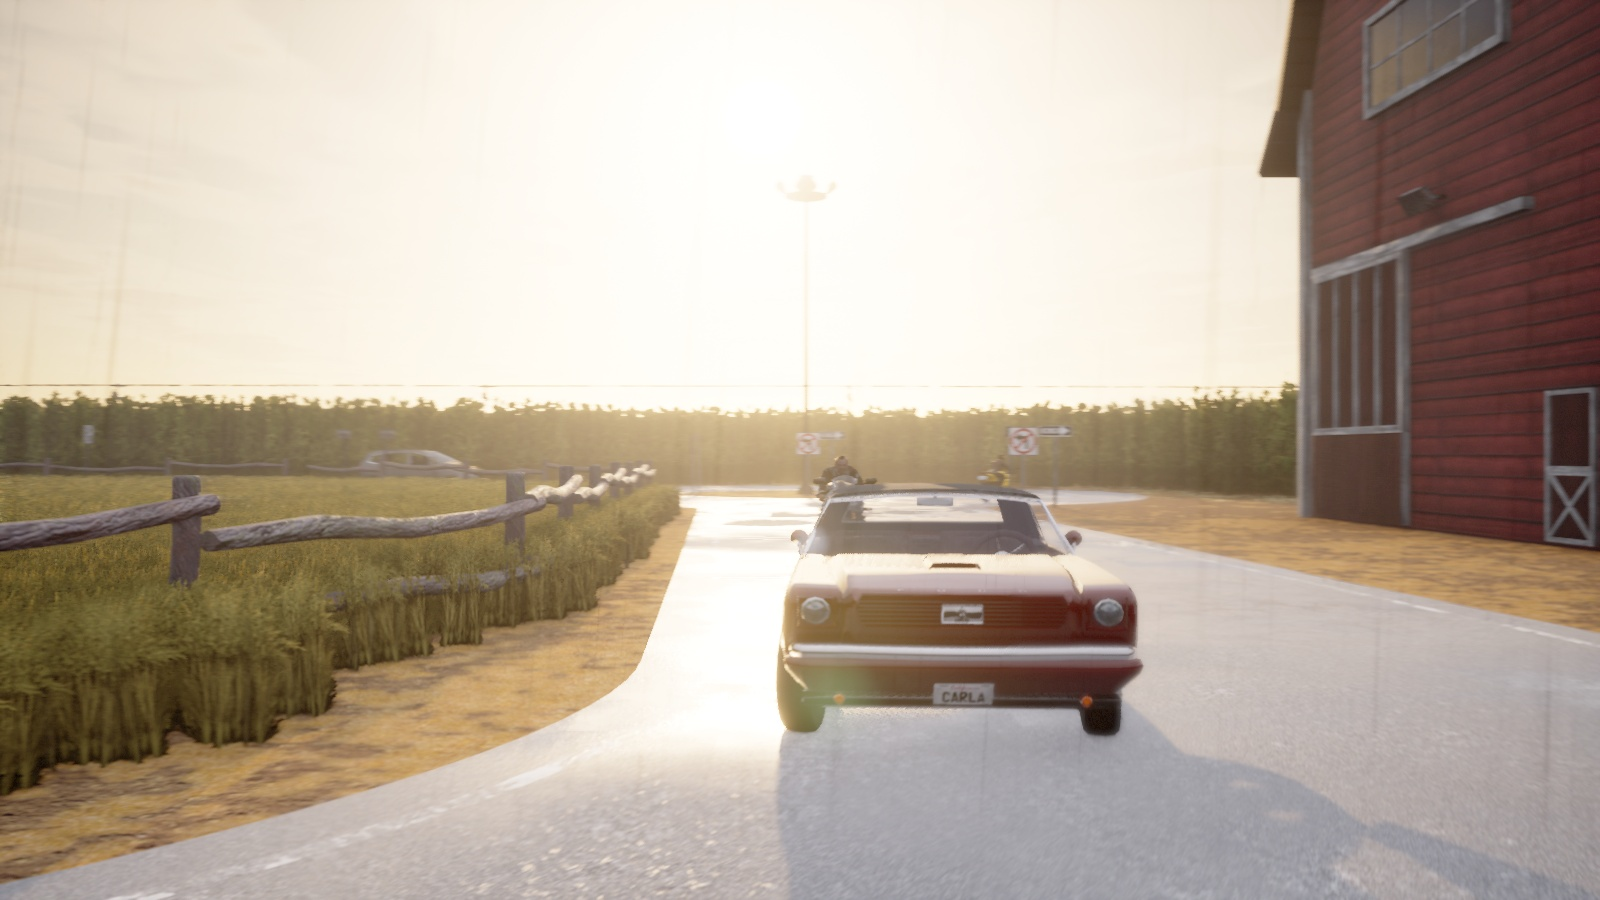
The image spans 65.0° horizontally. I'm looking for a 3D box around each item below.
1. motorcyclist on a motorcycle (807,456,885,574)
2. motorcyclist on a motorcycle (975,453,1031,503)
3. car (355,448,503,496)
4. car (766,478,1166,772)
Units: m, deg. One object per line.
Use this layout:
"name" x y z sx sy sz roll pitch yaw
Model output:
"motorcyclist on a motorcycle" 0.601 0.850 17.405 0.866 1.530 2.191 0 0 -3
"motorcyclist on a motorcycle" 6.386 0.856 39.490 0.797 1.523 2.044 0 0 40
"car" -13.341 0.792 45.332 4.611 1.667 2.242 0 0 9
"car" 0.891 0.884 8.340 1.895 1.301 4.718 0 0 3
